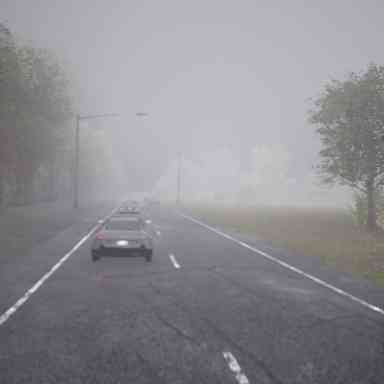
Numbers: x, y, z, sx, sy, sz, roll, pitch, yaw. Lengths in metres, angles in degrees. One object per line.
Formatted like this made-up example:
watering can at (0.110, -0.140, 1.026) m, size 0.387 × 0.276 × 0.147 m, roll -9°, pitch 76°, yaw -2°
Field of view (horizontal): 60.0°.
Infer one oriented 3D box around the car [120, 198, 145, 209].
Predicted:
car at (-5.576, 1.447, 30.040) m, size 2.033 × 1.411 × 5.357 m, roll 1°, pitch 0°, yaw -10°

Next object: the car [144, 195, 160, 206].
car at (-6.331, 1.475, 54.813) m, size 1.994 × 1.385 × 4.181 m, roll 1°, pitch 0°, yaw -10°

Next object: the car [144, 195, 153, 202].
car at (-9.495, 1.382, 72.451) m, size 1.812 × 1.442 × 4.674 m, roll 1°, pitch 0°, yaw -10°

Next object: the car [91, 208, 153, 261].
car at (-2.458, 1.518, 12.106) m, size 1.994 × 1.385 × 4.181 m, roll 1°, pitch 0°, yaw -10°
